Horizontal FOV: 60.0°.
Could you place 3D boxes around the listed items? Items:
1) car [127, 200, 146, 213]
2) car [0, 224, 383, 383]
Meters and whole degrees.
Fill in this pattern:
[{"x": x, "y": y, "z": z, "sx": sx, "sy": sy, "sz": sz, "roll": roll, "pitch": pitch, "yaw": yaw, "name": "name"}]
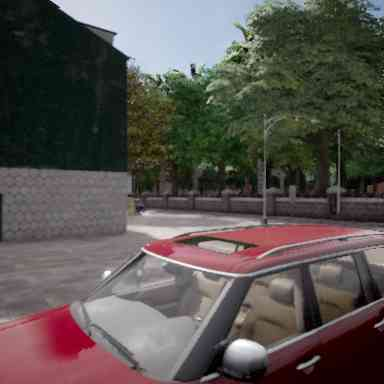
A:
[{"x": -7.974, "y": 1.857, "z": 44.489, "sx": 2.097, "sy": 1.767, "sz": 4.553, "roll": 0, "pitch": -1, "yaw": -35, "name": "car"}, {"x": 0.335, "y": 1.323, "z": 3.053, "sx": 5.009, "sy": 1.841, "sz": 2.192, "roll": 0, "pitch": 0, "yaw": -36, "name": "car"}]
